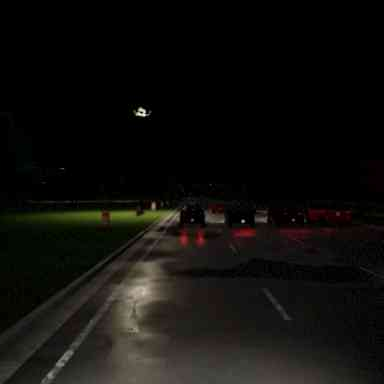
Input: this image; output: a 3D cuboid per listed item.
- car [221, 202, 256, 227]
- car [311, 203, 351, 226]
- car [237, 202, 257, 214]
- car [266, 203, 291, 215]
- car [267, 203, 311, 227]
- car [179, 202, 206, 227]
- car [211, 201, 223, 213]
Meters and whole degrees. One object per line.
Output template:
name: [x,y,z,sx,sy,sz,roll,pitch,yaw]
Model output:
car: [3.541,1.776,25.372,1.837,1.490,4.892,0,0,0]
car: [10.545,1.630,26.122,2.097,1.767,4.553,0,-1,0]
car: [7.042,2.022,43.133,1.994,1.385,4.181,0,-1,0]
car: [10.530,2.035,40.923,1.895,1.301,4.718,0,-1,0]
car: [7.041,1.763,25.464,2.128,1.511,4.902,0,-1,0]
car: [0.042,1.762,25.315,2.128,1.511,4.902,0,-1,0]
car: [3.543,1.945,43.901,1.882,1.535,5.008,0,-1,0]
